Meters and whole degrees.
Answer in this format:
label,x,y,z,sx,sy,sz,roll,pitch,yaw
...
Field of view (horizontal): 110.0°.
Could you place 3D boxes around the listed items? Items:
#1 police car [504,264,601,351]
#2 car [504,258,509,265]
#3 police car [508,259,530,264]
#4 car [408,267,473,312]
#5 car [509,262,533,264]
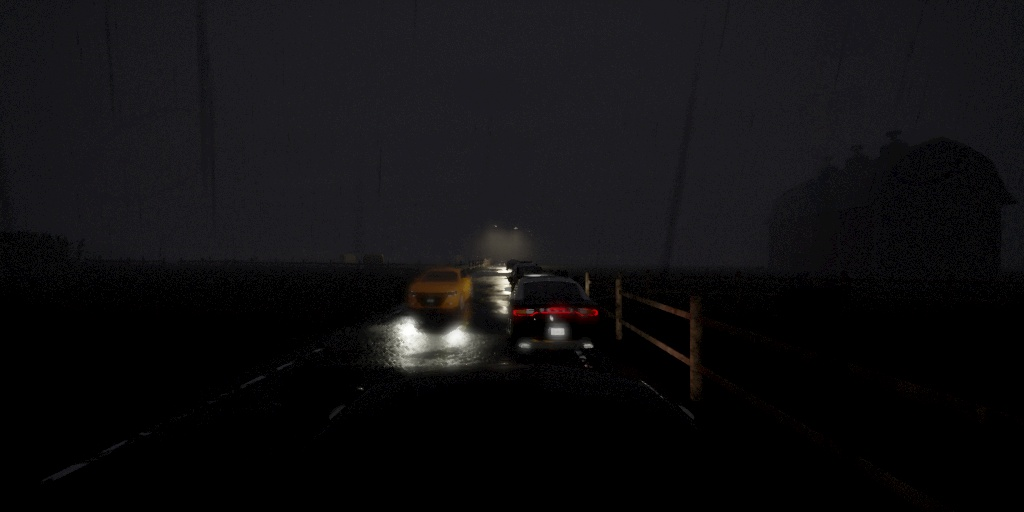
label,x,y,z,sx,sy,sz,roll,pitch,yaw
police car,0.841,1.174,9.123,1.930,1.638,5.238,0,0,0
car,0.188,1.220,49.495,1.882,1.535,5.008,0,0,1
police car,0.886,1.173,25.123,1.930,1.638,5.238,0,0,0
car,-2.718,1.227,14.489,1.882,1.535,5.008,0,0,0
car,0.868,1.253,19.012,1.837,1.490,4.892,0,0,0
